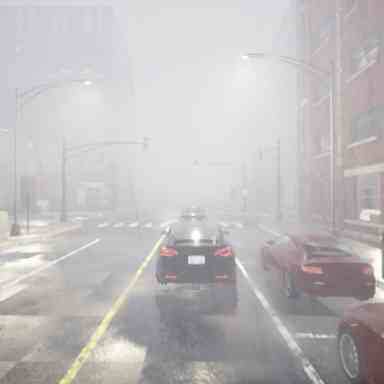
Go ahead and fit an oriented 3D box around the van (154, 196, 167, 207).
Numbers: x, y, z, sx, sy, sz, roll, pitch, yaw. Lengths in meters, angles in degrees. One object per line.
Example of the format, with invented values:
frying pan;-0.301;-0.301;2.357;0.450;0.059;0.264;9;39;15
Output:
van;-5.691;1.596;57.498;1.690;1.788;3.998;1;0;0

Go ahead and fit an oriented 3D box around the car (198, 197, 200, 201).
car;2.679;1.902;80.070;1.887;1.381;4.507;1;0;0

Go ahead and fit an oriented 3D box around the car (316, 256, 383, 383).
car;2.668;1.594;2.551;1.802;1.307;4.206;1;0;0

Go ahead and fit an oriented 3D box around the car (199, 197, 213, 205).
car;2.686;1.781;57.630;1.752;1.417;4.829;1;0;0

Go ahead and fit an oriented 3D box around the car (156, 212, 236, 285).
car;0.100;1.547;9.670;2.163;1.488;4.792;0;0;0

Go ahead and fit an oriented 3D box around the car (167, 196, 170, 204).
car;-5.696;1.862;63.149;1.802;1.307;4.206;1;0;0

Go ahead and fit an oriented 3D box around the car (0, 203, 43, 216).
car;-18.720;1.880;36.582;4.313;1.339;1.947;0;-1;0

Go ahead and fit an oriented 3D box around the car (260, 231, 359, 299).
car;2.836;1.619;8.207;1.802;1.307;4.206;1;0;0

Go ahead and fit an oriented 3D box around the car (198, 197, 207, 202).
car;2.677;1.950;85.721;1.947;1.339;4.313;1;0;0

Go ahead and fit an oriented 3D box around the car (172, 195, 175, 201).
car;-5.700;1.882;79.936;1.752;1.417;4.829;1;0;0

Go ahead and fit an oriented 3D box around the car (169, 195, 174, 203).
car;-5.700;1.913;74.453;1.802;1.307;4.206;1;0;0

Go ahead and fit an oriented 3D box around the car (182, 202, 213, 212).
car;0.092;1.643;21.671;2.033;1.411;5.357;0;0;0

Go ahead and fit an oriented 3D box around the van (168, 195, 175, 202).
van;-5.701;1.752;91.411;1.690;1.788;3.998;1;0;0
